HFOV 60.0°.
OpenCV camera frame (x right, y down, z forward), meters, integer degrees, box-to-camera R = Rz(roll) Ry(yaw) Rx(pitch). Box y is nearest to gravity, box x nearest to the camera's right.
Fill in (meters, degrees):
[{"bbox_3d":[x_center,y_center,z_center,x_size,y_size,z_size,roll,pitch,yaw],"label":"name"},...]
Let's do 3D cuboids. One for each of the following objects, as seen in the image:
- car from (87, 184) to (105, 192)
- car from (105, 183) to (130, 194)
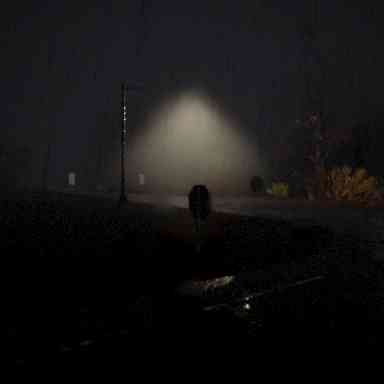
[{"bbox_3d":[-17.294,-0.827,60.160,2.033,1.411,5.357,-1,2,-36],"label":"car"},{"bbox_3d":[-11.425,-0.701,52.016,2.097,1.767,4.553,-1,2,-36],"label":"car"}]
